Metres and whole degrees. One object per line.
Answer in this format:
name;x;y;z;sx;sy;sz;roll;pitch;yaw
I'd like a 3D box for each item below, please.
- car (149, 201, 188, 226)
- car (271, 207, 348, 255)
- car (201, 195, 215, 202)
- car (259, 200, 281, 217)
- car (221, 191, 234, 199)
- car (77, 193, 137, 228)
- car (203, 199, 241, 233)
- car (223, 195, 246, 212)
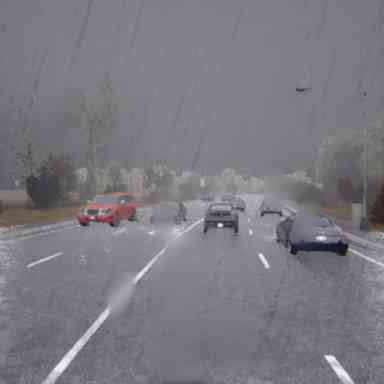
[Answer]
car;-1.495;1.374;22.583;1.837;1.490;4.892;0;0;9
car;4.530;1.509;13.106;1.994;1.385;4.181;0;0;6
car;2.999;1.265;62.354;1.895;1.301;4.718;0;0;13
car;7.062;1.413;29.892;2.033;1.411;5.357;0;0;11
car;6.850;0.897;63.605;2.150;2.045;5.566;0;1;13
car;-5.218;1.082;21.422;2.150;2.045;5.566;0;0;8
car;1.747;1.407;19.134;1.837;1.490;4.892;0;0;8
car;4.848;1.382;36.651;1.994;1.385;4.181;0;0;11
